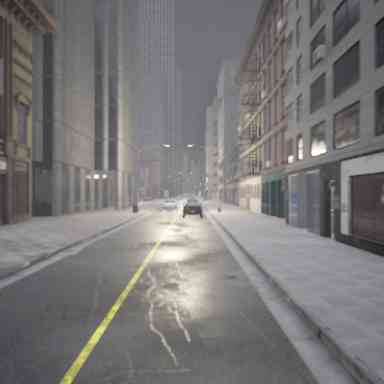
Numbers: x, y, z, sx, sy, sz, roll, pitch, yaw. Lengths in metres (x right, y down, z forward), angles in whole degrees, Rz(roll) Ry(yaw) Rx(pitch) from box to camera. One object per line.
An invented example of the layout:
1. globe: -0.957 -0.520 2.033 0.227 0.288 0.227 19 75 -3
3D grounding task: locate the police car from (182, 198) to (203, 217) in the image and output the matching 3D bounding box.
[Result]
1. police car: 0.076 1.575 33.080 1.930 1.638 5.238 0 0 0

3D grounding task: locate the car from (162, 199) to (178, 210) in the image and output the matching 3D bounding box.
1. car: -3.089 1.745 47.279 1.812 1.442 4.674 0 0 0

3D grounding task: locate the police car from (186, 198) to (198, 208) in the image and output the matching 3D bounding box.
1. police car: -0.013 1.767 55.734 2.038 1.542 4.974 0 0 0
